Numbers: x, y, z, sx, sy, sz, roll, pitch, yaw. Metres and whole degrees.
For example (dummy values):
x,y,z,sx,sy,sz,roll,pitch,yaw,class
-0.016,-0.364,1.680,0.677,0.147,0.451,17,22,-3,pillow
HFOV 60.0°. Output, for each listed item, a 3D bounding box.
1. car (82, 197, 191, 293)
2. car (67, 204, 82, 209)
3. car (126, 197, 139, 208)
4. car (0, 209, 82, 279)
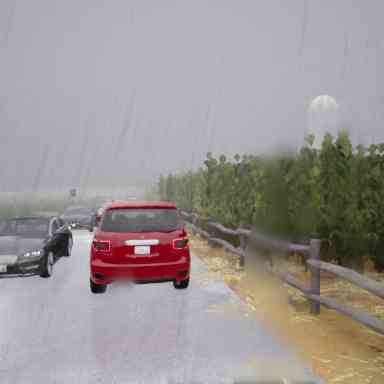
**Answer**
x,y,z,sx,sy,sz,roll,pitch,yaw,class
-1.450,1.221,9.107,2.150,2.045,5.566,0,0,-10,car
-6.678,1.505,19.922,1.837,1.490,4.892,0,0,-10,car
-8.938,1.477,49.839,1.882,1.535,5.008,0,0,-10,car
-4.868,1.491,10.037,2.128,1.511,4.902,0,0,-10,car
